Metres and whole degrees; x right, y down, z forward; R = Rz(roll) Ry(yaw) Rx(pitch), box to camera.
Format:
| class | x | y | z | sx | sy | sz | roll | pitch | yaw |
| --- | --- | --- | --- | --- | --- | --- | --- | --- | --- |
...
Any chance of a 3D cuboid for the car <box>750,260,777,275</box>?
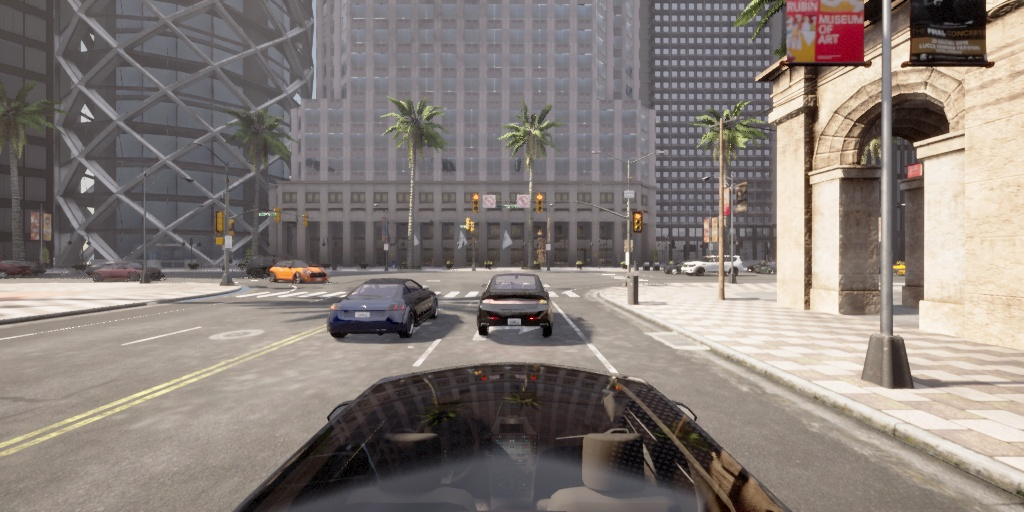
| class | x | y | z | sx | sy | sz | roll | pitch | yaw |
| --- | --- | --- | --- | --- | --- | --- | --- | --- | --- |
| car | 28.832 | 1.314 | 39.249 | 4.181 | 1.385 | 1.994 | 0 | 0 | 0 |

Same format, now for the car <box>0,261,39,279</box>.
| class | x | y | z | sx | sy | sz | roll | pitch | yaw |
| --- | --- | --- | --- | --- | --- | --- | --- | --- | --- |
| car | -46.113 | 1.227 | 31.418 | 5.008 | 1.535 | 1.882 | 0 | 0 | -26 |

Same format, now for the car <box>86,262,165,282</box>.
| class | x | y | z | sx | sy | sz | roll | pitch | yaw |
| --- | --- | --- | --- | --- | --- | --- | --- | --- | --- |
| car | -30.275 | 1.314 | 28.369 | 4.181 | 1.385 | 1.994 | 0 | 0 | -5 |

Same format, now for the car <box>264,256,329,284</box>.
| class | x | y | z | sx | sy | sz | roll | pitch | yaw |
| --- | --- | --- | --- | --- | --- | --- | --- | --- | --- |
| car | -15.743 | 1.102 | 26.568 | 4.553 | 1.767 | 2.097 | 0 | 0 | 27 |

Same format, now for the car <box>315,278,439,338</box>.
| class | x | y | z | sx | sy | sz | roll | pitch | yaw |
| --- | --- | --- | --- | --- | --- | --- | --- | --- | --- |
| car | -3.416 | 1.314 | 10.222 | 1.994 | 1.385 | 4.181 | 0 | 0 | 0 |

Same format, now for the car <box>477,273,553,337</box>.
| class | x | y | z | sx | sy | sz | roll | pitch | yaw |
| --- | --- | --- | --- | --- | --- | --- | --- | --- | --- |
| car | 0.121 | 1.242 | 10.352 | 2.128 | 1.511 | 4.902 | 0 | 0 | 2 |

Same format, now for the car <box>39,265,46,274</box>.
| class | x | y | z | sx | sy | sz | roll | pitch | yaw |
| --- | --- | --- | --- | --- | --- | --- | --- | --- | --- |
| car | -48.306 | 1.255 | 34.161 | 4.892 | 1.490 | 1.837 | 0 | -1 | -28 |

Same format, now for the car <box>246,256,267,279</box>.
| class | x | y | z | sx | sy | sz | roll | pitch | yaw |
| --- | --- | --- | --- | --- | --- | --- | --- | --- | --- |
| car | -20.645 | 0.973 | 32.167 | 5.566 | 2.045 | 2.150 | 0 | 0 | -1 |

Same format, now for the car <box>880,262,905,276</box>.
| class | x | y | z | sx | sy | sz | roll | pitch | yaw |
| --- | --- | --- | --- | --- | --- | --- | --- | --- | --- |
| car | 40.423 | 1.228 | 35.697 | 5.008 | 1.535 | 1.882 | 0 | 0 | 0 |

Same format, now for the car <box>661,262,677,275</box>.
| class | x | y | z | sx | sy | sz | roll | pitch | yaw |
| --- | --- | --- | --- | --- | --- | --- | --- | --- | --- |
| car | 18.869 | 1.255 | 39.291 | 4.892 | 1.490 | 1.837 | 0 | 0 | 0 |

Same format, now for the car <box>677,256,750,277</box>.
| class | x | y | z | sx | sy | sz | roll | pitch | yaw |
| --- | --- | --- | --- | --- | --- | --- | --- | --- | --- |
| car | 19.989 | 0.972 | 35.787 | 5.566 | 2.045 | 2.150 | 0 | 0 | 0 |
